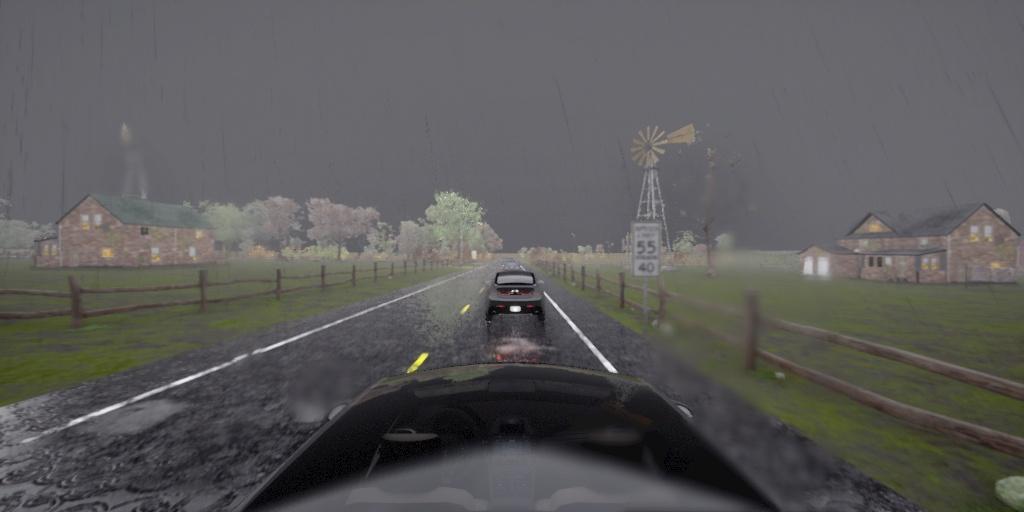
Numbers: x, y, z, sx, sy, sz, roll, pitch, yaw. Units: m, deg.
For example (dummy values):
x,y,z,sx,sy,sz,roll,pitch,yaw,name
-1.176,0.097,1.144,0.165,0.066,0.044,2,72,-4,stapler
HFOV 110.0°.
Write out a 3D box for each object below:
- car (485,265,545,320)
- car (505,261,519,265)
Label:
x,y,z,sx,sy,sz,roll,pitch,yaw,name
0.097,1.249,12.593,1.837,1.490,4.892,0,0,0,car
-0.002,1.275,40.068,2.033,1.411,5.357,0,0,0,car
